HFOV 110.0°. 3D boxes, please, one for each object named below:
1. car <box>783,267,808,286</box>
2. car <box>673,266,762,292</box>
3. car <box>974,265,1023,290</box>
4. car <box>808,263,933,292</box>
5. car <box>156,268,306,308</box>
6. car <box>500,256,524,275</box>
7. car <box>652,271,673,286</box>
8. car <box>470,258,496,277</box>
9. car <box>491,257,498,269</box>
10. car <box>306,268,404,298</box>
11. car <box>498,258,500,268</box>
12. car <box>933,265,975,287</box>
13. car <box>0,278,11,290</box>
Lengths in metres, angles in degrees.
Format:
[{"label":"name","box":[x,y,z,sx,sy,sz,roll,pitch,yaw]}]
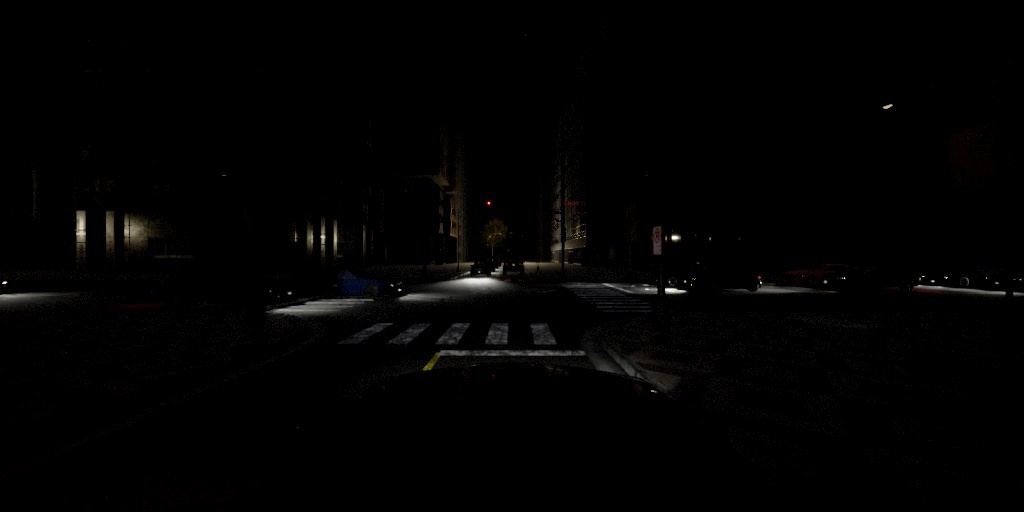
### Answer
[{"label":"car","box":[21.233,1.241,24.307,5.008,1.535,1.882,0,0,0]},{"label":"car","box":[12.187,1.323,21.098,4.181,1.385,1.994,0,0,0]},{"label":"car","box":[30.765,1.309,21.010,4.674,1.442,1.812,0,0,0]},{"label":"car","box":[20.883,1.261,21.059,4.902,1.511,2.128,0,0,0]},{"label":"car","box":[-11.409,1.253,14.501,4.892,1.490,1.837,0,0,0]},{"label":"car","box":[0.148,0.969,38.807,2.150,2.045,5.566,0,0,0]},{"label":"car","box":[12.098,1.353,24.351,4.718,1.301,1.895,0,0,3]},{"label":"car","box":[-3.080,1.239,36.082,2.128,1.511,4.902,0,0,0]},{"label":"car","box":[-3.096,1.252,46.038,1.837,1.490,4.892,0,0,0]},{"label":"car","box":[-8.217,1.292,17.738,5.357,1.411,2.033,0,0,0]},{"label":"car","box":[-3.106,1.311,56.022,1.994,1.385,4.181,0,0,0]},{"label":"car","box":[31.165,1.325,24.258,5.357,1.411,2.033,0,0,1]},{"label":"car","box":[-28.679,1.282,17.827,5.357,1.411,2.033,0,0,0]}]
